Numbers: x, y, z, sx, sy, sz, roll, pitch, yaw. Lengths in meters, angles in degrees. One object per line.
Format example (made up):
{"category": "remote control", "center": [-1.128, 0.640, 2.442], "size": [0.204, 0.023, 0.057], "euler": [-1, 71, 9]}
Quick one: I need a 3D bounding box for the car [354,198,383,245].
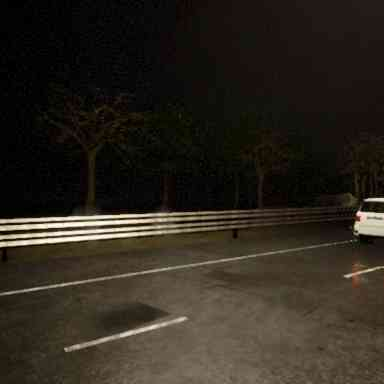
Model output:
{"category": "car", "center": [9.486, 1.295, 14.848], "size": [5.566, 2.045, 2.150], "euler": [0, 0, -36]}
